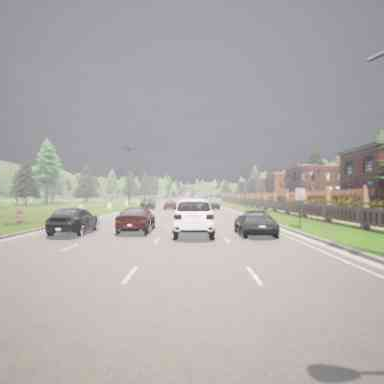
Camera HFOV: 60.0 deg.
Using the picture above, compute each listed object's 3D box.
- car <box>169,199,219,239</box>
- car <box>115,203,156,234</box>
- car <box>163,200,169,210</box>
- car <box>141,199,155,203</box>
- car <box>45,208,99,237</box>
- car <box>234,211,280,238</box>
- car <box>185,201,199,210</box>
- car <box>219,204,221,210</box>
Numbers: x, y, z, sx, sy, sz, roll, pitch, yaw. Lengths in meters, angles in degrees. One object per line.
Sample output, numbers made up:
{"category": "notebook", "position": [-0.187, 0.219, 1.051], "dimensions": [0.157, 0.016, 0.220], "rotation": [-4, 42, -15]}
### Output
{"category": "car", "position": [0.093, 1.417, 18.766], "dimensions": [2.150, 2.045, 5.566], "rotation": [0, -1, 0]}
{"category": "car", "position": [-3.411, 1.692, 20.632], "dimensions": [1.882, 1.535, 5.008], "rotation": [0, -1, 0]}
{"category": "car", "position": [-3.526, 2.075, 53.036], "dimensions": [1.812, 1.442, 4.674], "rotation": [0, -1, 0]}
{"category": "car", "position": [-7.026, 1.901, 53.007], "dimensions": [2.097, 1.767, 4.553], "rotation": [0, -1, 0]}
{"category": "car", "position": [-6.909, 1.708, 19.581], "dimensions": [1.837, 1.490, 4.892], "rotation": [0, -1, 0]}
{"category": "car", "position": [3.591, 1.762, 19.000], "dimensions": [1.994, 1.385, 4.181], "rotation": [0, -1, 0]}
{"category": "car", "position": [-0.026, 2.093, 52.621], "dimensions": [2.033, 1.411, 5.357], "rotation": [0, -1, 0]}
{"category": "car", "position": [3.474, 2.151, 53.069], "dimensions": [1.895, 1.301, 4.718], "rotation": [0, -1, 0]}
